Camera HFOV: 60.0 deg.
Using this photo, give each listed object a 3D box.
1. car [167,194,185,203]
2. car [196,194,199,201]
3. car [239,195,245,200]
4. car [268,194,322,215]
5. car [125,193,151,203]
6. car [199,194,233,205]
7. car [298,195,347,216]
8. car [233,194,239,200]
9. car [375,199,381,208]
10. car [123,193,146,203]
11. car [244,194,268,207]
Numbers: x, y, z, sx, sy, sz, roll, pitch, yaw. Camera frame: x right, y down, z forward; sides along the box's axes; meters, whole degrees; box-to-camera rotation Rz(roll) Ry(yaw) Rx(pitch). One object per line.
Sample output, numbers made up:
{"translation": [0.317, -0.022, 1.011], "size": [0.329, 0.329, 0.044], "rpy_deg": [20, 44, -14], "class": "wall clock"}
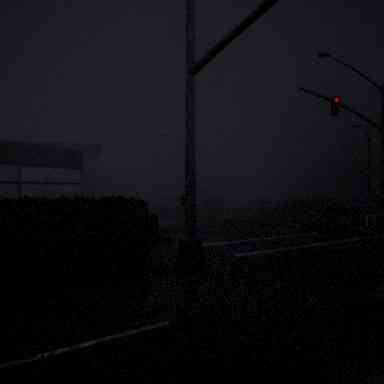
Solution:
{"translation": [-2.634, 1.097, 65.428], "size": [4.605, 1.855, 1.932], "rpy_deg": [0, 0, -35], "class": "car"}
{"translation": [1.567, 1.298, 76.863], "size": [4.514, 1.523, 2.007], "rpy_deg": [0, 0, -35], "class": "car"}
{"translation": [13.395, 1.154, 72.853], "size": [5.027, 1.636, 2.152], "rpy_deg": [0, 0, -35], "class": "car"}
{"translation": [10.184, 1.330, 32.521], "size": [5.027, 1.636, 2.152], "rpy_deg": [0, 0, -35], "class": "car"}
{"translation": [-9.550, 1.361, 60.523], "size": [3.806, 1.475, 1.970], "rpy_deg": [0, 0, -35], "class": "car"}
{"translation": [3.944, 1.298, 54.826], "size": [4.514, 1.523, 2.007], "rpy_deg": [0, 0, -35], "class": "car"}
{"translation": [12.030, 1.340, 29.984], "size": [4.514, 1.523, 2.007], "rpy_deg": [0, 0, -35], "class": "car"}
{"translation": [9.441, 1.232, 77.918], "size": [3.806, 1.475, 1.970], "rpy_deg": [0, 0, -35], "class": "car"}
{"translation": [25.542, 1.384, 43.130], "size": [3.806, 1.475, 1.970], "rpy_deg": [0, 0, -35], "class": "car"}
{"translation": [-10.961, 1.077, 63.595], "size": [3.866, 1.878, 1.905], "rpy_deg": [0, 0, -35], "class": "car"}
{"translation": [9.654, 1.320, 46.625], "size": [3.633, 1.501, 1.845], "rpy_deg": [0, 0, -35], "class": "car"}
